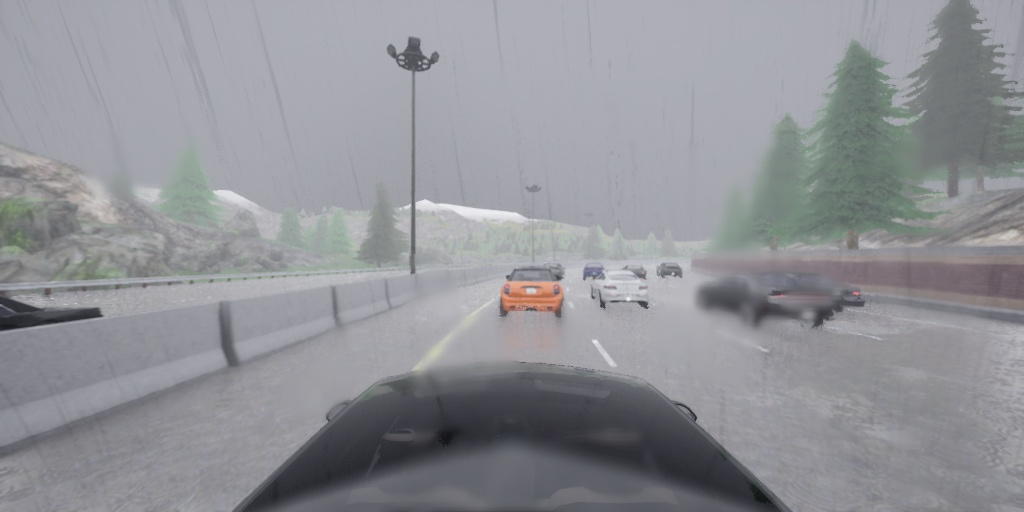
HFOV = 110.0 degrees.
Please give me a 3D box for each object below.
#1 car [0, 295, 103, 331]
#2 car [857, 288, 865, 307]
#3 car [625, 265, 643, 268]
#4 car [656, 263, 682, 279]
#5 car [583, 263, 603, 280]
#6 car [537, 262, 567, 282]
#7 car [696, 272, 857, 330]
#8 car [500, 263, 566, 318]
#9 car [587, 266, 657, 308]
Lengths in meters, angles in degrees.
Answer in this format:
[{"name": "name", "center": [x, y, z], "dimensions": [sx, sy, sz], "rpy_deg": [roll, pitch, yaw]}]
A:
[{"name": "car", "center": [-10.414, 1.352, 5.969], "dimensions": [1.895, 1.301, 4.718], "rpy_deg": [0, 0, 2]}, {"name": "car", "center": [11.419, 1.354, 14.757], "dimensions": [2.033, 1.411, 5.357], "rpy_deg": [0, 0, 6]}, {"name": "car", "center": [11.198, 1.467, 33.128], "dimensions": [1.895, 1.301, 4.718], "rpy_deg": [0, 0, 14]}, {"name": "car", "center": [15.359, 1.383, 35.118], "dimensions": [1.837, 1.490, 4.892], "rpy_deg": [0, 0, 15]}, {"name": "car", "center": [7.631, 1.340, 33.168], "dimensions": [1.882, 1.535, 5.008], "rpy_deg": [0, 0, 14]}, {"name": "car", "center": [3.563, 1.342, 31.069], "dimensions": [2.128, 1.511, 4.902], "rpy_deg": [0, 0, 12]}, {"name": "car", "center": [7.630, 1.283, 11.424], "dimensions": [2.128, 1.511, 4.902], "rpy_deg": [0, 0, 4]}, {"name": "car", "center": [0.793, 1.142, 13.480], "dimensions": [2.097, 1.767, 4.553], "rpy_deg": [0, 0, 5]}, {"name": "car", "center": [4.496, 1.326, 15.378], "dimensions": [1.812, 1.442, 4.674], "rpy_deg": [0, 0, 6]}]
